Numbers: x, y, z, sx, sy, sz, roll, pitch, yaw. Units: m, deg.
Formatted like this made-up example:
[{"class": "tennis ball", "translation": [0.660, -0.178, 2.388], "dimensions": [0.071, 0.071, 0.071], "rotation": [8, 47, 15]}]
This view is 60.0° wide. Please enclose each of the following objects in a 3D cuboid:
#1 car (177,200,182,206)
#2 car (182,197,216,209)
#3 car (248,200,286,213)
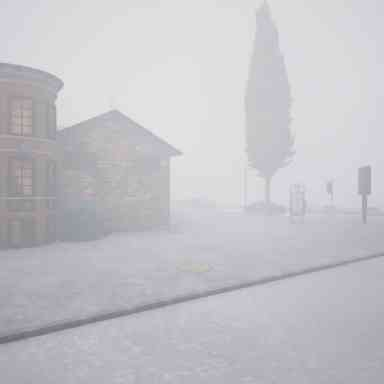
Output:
[{"class": "car", "translation": [-0.451, 1.601, 54.183], "dimensions": [1.895, 1.301, 4.718], "rotation": [0, 0, -36]}, {"class": "car", "translation": [1.217, 1.491, 44.636], "dimensions": [2.128, 1.511, 4.902], "rotation": [0, 0, -35]}, {"class": "car", "translation": [7.851, 1.564, 35.343], "dimensions": [1.994, 1.385, 4.181], "rotation": [0, 0, -36]}]
